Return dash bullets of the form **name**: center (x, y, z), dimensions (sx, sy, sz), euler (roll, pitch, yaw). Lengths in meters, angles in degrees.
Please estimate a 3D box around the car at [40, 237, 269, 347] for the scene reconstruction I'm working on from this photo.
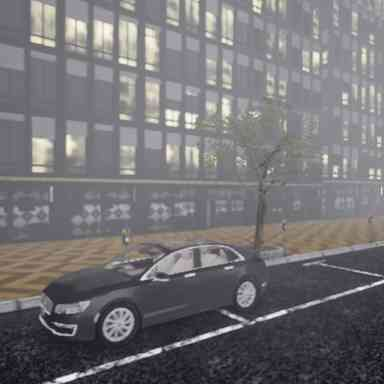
- **car**: center (-0.446, 1.582, 6.254), dimensions (4.403, 1.369, 2.008), euler (1, -1, -36)
